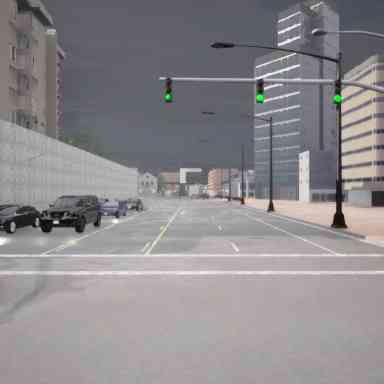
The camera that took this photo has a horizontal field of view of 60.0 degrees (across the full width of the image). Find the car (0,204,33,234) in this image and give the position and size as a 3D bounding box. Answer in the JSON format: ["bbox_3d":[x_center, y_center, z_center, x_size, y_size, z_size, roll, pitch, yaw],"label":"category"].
[{"bbox_3d":[-10.605,1.504,19.489,1.837,1.490,4.892,0,0,0],"label":"car"}]

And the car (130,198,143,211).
[{"bbox_3d":[-7.100,1.490,40.103,2.128,1.511,4.902,0,0,0],"label":"car"}]

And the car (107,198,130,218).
[{"bbox_3d":[-7.106,1.524,29.760,1.812,1.442,4.674,0,0,0],"label":"car"}]

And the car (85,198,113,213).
[{"bbox_3d":[-10.603,1.503,38.374,1.837,1.490,4.892,0,0,0],"label":"car"}]

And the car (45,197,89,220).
[{"bbox_3d":[-10.607,1.351,28.557,2.097,1.767,4.553,0,0,0],"label":"car"}]

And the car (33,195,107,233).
[{"bbox_3d":[-7.101,1.221,20.120,2.150,2.045,5.566,0,0,0],"label":"car"}]

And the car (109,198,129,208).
[{"bbox_3d":[-10.568,1.599,48.435,1.895,1.301,4.718,0,0,0],"label":"car"}]
